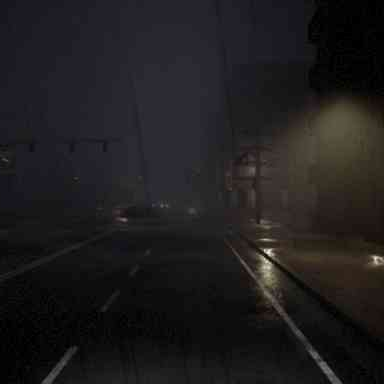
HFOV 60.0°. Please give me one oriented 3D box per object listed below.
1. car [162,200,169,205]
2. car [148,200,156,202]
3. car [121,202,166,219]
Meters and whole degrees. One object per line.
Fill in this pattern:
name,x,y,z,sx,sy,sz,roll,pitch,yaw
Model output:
car,-7.012,2.813,87.177,1.895,1.301,4.718,0,-1,0
car,-10.512,2.743,87.207,1.812,1.442,4.674,0,-1,0
car,-5.068,2.042,33.727,4.181,1.385,1.994,1,-1,-1
